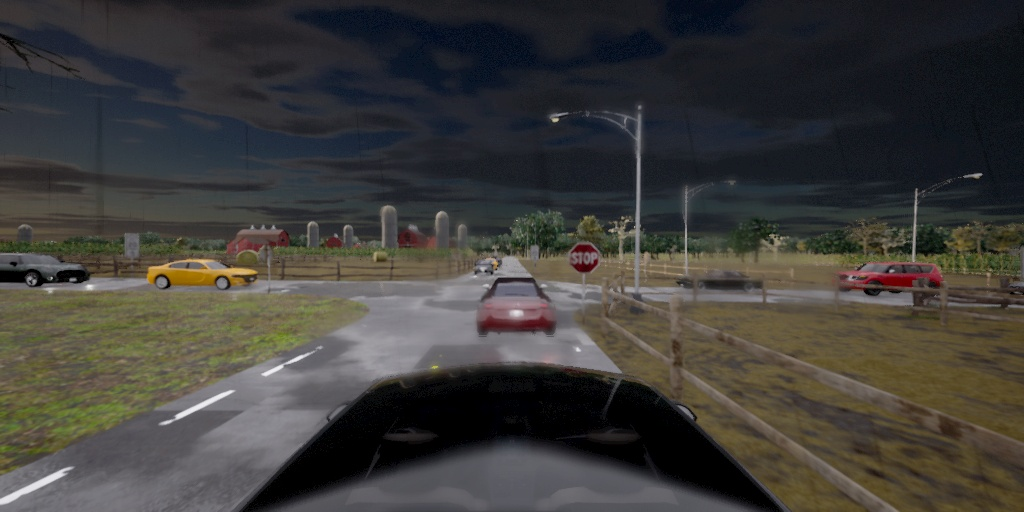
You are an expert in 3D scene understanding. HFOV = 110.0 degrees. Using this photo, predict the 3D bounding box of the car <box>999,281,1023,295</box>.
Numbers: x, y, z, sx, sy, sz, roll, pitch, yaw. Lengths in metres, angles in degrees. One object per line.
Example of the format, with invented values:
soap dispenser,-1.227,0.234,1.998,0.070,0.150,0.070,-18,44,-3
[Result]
car,34.032,1.960,22.326,5.357,1.411,2.033,1,1,0

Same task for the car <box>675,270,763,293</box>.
car,12.757,1.530,22.217,4.718,1.301,1.895,1,1,0

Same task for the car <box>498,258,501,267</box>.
car,-2.828,1.040,46.090,1.882,1.535,5.008,0,0,0

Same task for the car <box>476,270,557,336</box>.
car,0.101,1.283,10.247,1.994,1.385,4.181,0,0,0

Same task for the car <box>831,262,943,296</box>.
car,23.212,1.378,22.266,5.566,2.045,2.150,1,1,0

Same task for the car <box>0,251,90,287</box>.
car,-25.568,0.649,19.051,4.553,1.767,2.097,1,1,0

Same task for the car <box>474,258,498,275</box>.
car,-2.799,1.100,36.694,2.128,1.511,4.902,0,0,-1

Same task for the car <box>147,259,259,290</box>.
car,-16.322,0.925,19.102,5.008,1.535,1.882,1,1,0
